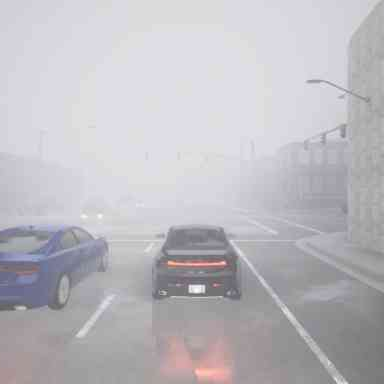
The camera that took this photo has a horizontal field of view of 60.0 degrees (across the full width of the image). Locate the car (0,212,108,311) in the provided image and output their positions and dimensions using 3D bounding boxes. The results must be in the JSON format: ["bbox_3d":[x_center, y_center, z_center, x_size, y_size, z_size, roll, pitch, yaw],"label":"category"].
[{"bbox_3d":[-3.401,1.478,7.885,1.882,1.535,5.008,0,0,0],"label":"car"}]

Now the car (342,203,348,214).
[{"bbox_3d":[14.995,1.015,27.476,5.008,1.535,1.882,-5,0,0],"label":"car"}]

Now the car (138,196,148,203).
[{"bbox_3d":[-10.305,1.494,68.660,2.128,1.511,4.902,0,0,0],"label":"car"}]

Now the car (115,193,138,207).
[{"bbox_3d":[-10.442,1.223,52.484,2.150,2.045,5.566,0,0,0],"label":"car"}]

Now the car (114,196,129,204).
[{"bbox_3d":[-13.832,1.565,65.753,1.994,1.385,4.181,0,0,1],"label":"car"}]

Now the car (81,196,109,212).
[{"bbox_3d":[-10.272,1.352,35.482,2.097,1.767,4.553,0,0,-4],"label":"car"}]

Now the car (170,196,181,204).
[{"bbox_3d":[-3.211,1.478,65.952,1.882,1.535,5.008,0,0,0],"label":"car"}]

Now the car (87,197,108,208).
[{"bbox_3d":[-13.951,1.526,49.429,1.812,1.442,4.674,0,0,0],"label":"car"}]

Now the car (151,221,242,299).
[{"bbox_3d":[0.103,1.505,8.431,1.837,1.490,4.892,0,0,0],"label":"car"}]

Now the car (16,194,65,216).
[{"bbox_3d":[-14.870,1.224,33.111,2.150,2.045,5.566,0,0,11],"label":"car"}]
